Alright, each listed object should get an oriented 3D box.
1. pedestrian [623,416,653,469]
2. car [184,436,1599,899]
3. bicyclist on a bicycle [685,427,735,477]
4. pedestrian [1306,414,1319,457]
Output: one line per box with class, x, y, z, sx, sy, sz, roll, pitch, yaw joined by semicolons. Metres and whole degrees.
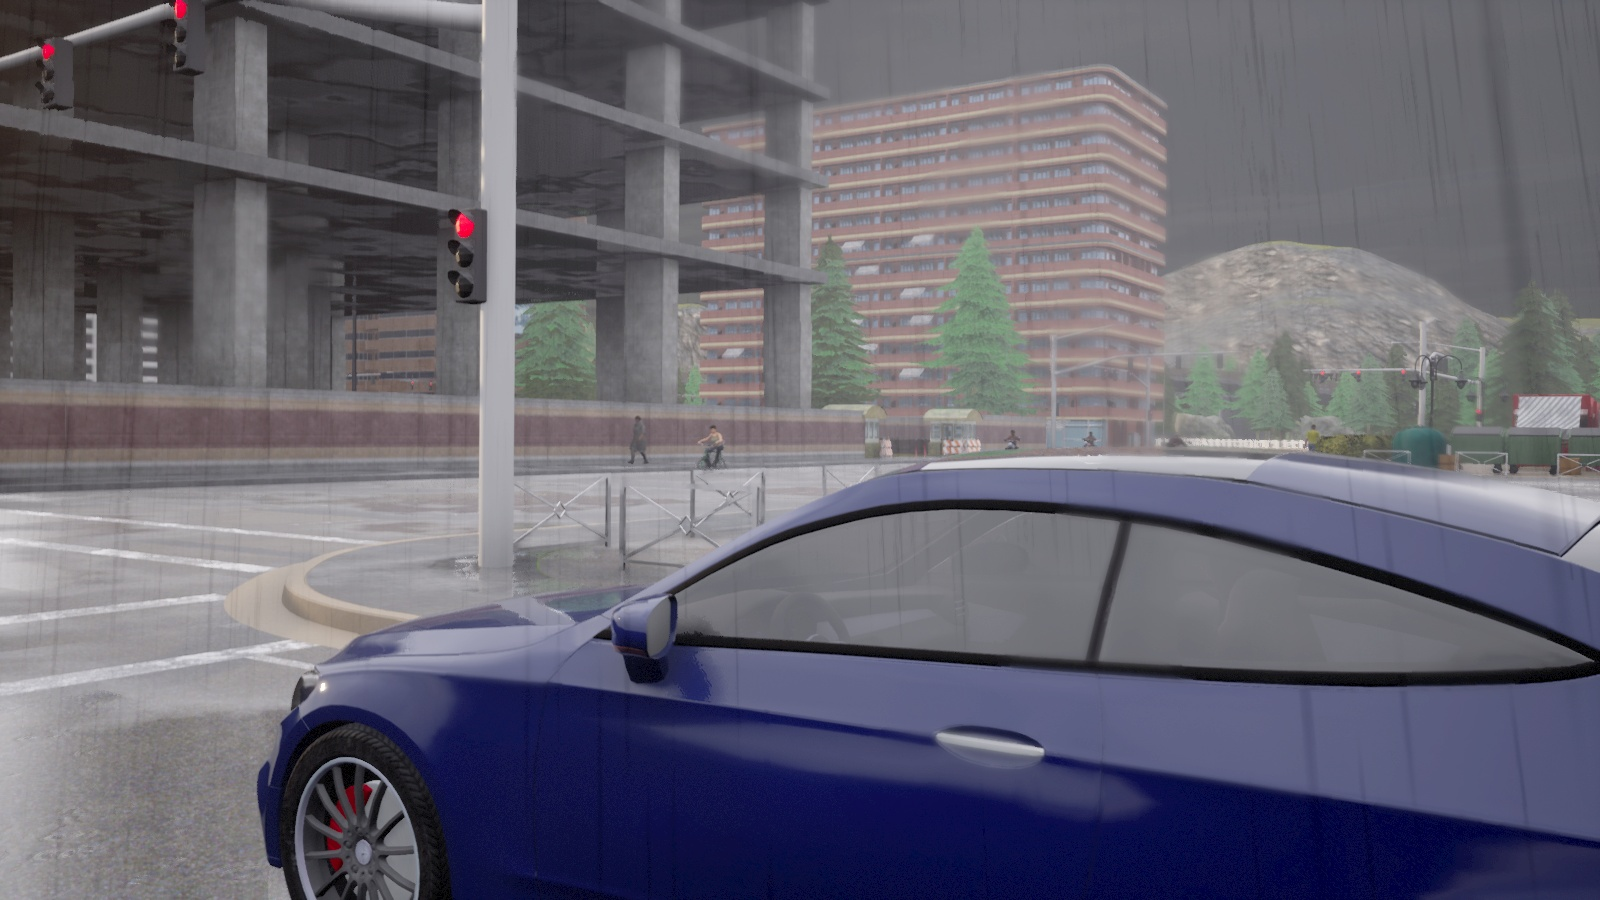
pedestrian;-5.984;-0.282;46.341;0.659;1.952;0.873;0;1;38
car;0.622;0.707;3.210;4.674;1.442;1.812;0;1;34
bicyclist on a bicycle;-2.908;0.049;40.730;0.866;1.612;1.509;0;1;34
pedestrian;21.922;-0.617;53.733;0.354;1.836;0.706;0;1;36
